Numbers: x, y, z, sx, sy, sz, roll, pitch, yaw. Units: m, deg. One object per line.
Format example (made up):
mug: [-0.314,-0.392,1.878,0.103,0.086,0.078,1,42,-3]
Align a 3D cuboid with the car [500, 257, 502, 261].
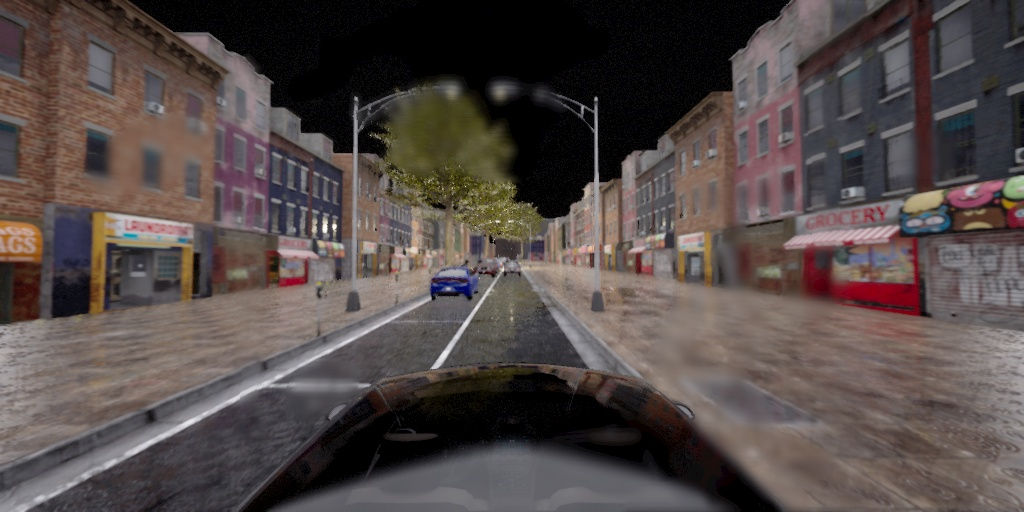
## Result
car: [-2.636,1.136,41.444,2.192,1.841,5.009,0,0,0]

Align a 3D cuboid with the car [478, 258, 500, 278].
car: [-2.636,1.128,35.909,2.192,1.841,5.009,0,0,0]

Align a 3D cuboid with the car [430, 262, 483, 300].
car: [-2.749,1.265,17.984,1.882,1.535,5.008,0,0,0]

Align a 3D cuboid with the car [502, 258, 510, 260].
car: [0.009,1.381,49.190,2.033,1.411,5.357,0,0,0]

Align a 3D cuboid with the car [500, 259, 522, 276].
car: [0.049,1.364,38.153,2.033,1.411,5.357,0,0,0]

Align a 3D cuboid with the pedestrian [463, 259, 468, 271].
pedestrian: [-2.705,1.086,21.014,0.375,1.860,0.375,-2,-2,0]

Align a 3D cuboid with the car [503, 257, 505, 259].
car: [-2.635,1.296,63.585,1.967,1.591,4.097,0,0,0]
